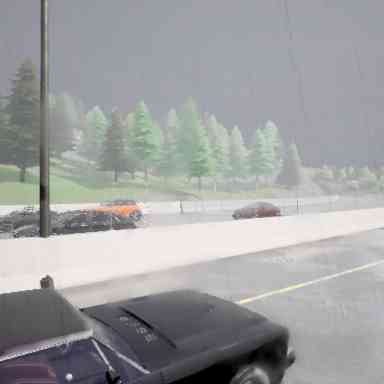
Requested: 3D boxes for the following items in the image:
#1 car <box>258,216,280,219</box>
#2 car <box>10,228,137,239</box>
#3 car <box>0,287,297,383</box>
[{"bbox_3d":[5.172,1.517,26.085,4.674,1.442,1.812,0,0,-41],"label":"car"},{"bbox_3d":[-4.675,1.504,13.644,4.892,1.490,1.837,0,0,-36],"label":"car"},{"bbox_3d":[-1.241,1.600,2.894,4.718,1.301,1.895,0,0,-36],"label":"car"}]
